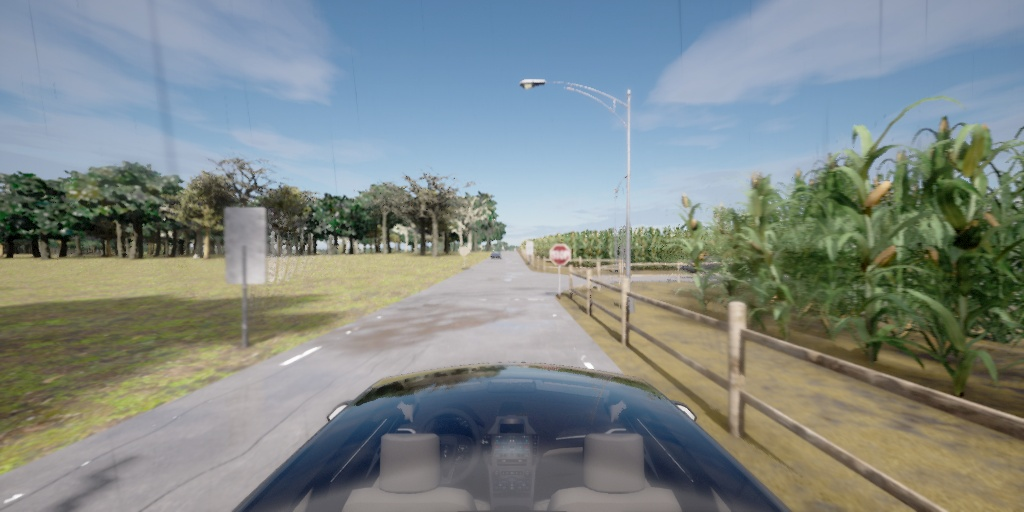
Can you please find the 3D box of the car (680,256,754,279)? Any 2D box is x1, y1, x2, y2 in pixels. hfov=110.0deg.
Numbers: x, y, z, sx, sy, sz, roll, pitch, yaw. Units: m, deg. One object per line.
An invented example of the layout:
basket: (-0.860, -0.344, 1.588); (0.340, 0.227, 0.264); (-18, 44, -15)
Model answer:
car: (13.859, 0.758, 24.163); (4.902, 1.511, 2.128); (-1, 1, 0)

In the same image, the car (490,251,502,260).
car: (-2.806, -0.128, 63.353); (2.033, 1.411, 5.357); (0, 2, 1)
